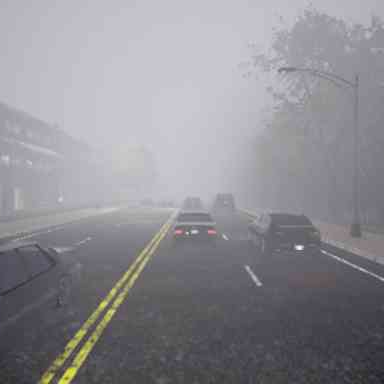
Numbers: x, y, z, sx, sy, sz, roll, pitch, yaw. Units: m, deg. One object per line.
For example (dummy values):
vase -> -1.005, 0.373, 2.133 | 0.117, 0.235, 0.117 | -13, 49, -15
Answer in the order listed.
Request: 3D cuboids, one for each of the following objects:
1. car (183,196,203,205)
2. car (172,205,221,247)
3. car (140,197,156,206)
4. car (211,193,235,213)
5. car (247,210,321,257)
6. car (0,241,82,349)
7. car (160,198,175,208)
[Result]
car -> 0.095, 1.263, 36.028 | 2.097, 1.767, 4.553 | 0, 0, 0
car -> 0.098, 1.511, 14.735 | 2.033, 1.411, 5.357 | 0, 0, 0
car -> -6.574, 1.438, 50.491 | 1.994, 1.385, 4.181 | 0, 0, 0
car -> 3.344, 1.132, 35.823 | 2.150, 2.045, 5.566 | 0, 0, 0
car -> 3.347, 1.473, 12.798 | 1.837, 1.490, 4.892 | 0, 0, 0
car -> -3.352, 1.534, 5.103 | 2.033, 1.411, 5.357 | 0, 0, 0
car -> -3.343, 1.484, 46.494 | 1.895, 1.301, 4.718 | 0, 0, 0
